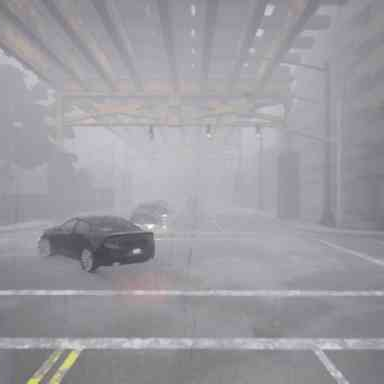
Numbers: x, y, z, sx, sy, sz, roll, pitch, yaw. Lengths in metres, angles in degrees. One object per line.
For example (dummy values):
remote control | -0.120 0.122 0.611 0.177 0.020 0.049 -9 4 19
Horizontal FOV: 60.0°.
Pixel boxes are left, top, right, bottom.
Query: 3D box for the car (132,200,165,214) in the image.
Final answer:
car | -3.601 1.607 26.661 2.033 1.411 5.357 0 0 0

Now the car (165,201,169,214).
car | -3.586 1.608 36.764 1.812 1.442 4.674 0 0 0

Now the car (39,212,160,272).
car | -3.303 1.503 11.044 5.008 1.535 1.882 0 -1 45

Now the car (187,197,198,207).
car | 0.098 1.614 54.924 2.128 1.511 4.902 0 0 0
